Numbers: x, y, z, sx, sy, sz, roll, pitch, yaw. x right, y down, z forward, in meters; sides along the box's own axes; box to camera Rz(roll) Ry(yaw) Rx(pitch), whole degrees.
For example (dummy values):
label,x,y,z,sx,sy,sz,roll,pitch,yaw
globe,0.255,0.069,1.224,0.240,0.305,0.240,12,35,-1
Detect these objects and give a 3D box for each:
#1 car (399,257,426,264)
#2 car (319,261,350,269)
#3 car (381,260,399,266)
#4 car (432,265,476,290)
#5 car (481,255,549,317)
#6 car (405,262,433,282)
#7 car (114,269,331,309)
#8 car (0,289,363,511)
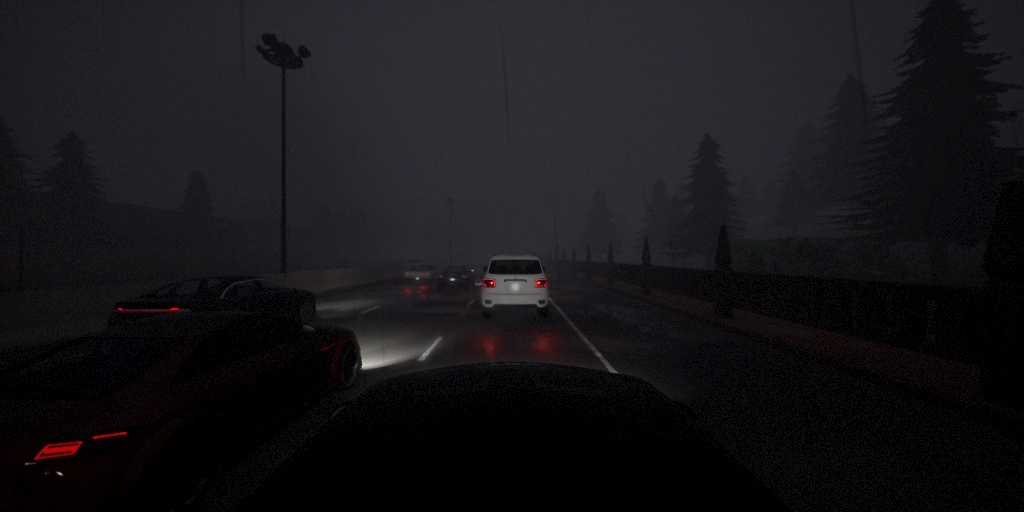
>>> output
label,x,y,z,sx,sy,sz,roll,pitch,yaw
car,-14.112,1.253,51.241,1.837,1.490,4.892,0,0,0
car,-21.017,1.273,42.705,1.812,1.442,4.674,0,0,1
car,-17.609,1.294,52.961,2.033,1.411,5.357,0,0,0
car,-3.402,1.313,22.496,1.994,1.385,4.181,0,0,0
car,0.099,0.971,13.275,2.150,2.045,5.566,0,0,0
car,-6.903,1.349,28.421,1.895,1.301,4.718,0,0,0
car,-6.900,1.241,9.022,2.128,1.511,4.902,0,0,0
car,-3.400,1.314,4.109,1.994,1.385,4.181,0,0,0
